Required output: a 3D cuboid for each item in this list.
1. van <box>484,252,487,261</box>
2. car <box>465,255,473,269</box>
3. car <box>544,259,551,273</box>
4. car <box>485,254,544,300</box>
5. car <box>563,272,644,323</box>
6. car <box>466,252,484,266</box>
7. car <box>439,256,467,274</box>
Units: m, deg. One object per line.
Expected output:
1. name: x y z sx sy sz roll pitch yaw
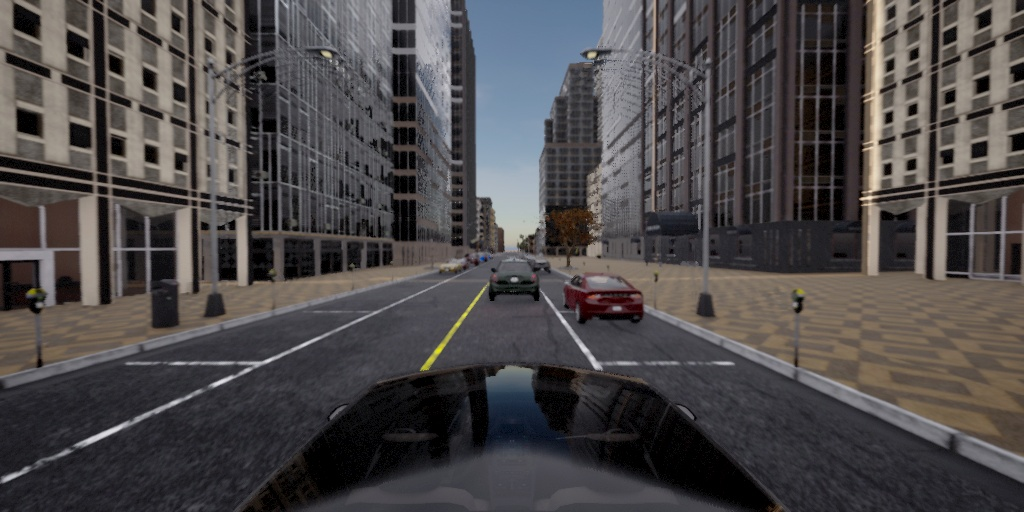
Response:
1. van: -5.699 0.328 62.143 1.690 1.789 3.998 0 0 0
2. car: -5.696 0.858 39.579 1.802 1.307 4.207 0 0 0
3. car: 2.686 0.897 33.958 2.007 1.370 4.403 0 0 0
4. car: 0.094 0.920 16.333 2.097 1.767 4.553 0 1 0
5. car: 2.688 1.175 11.389 1.888 1.381 4.507 0 0 0
6. car: -5.698 0.447 50.861 2.192 1.841 5.009 0 0 0
7. car: -5.695 0.873 33.769 1.751 1.417 4.829 0 0 0
